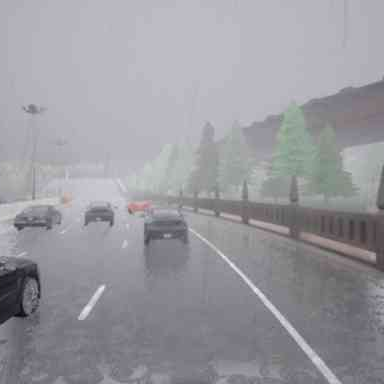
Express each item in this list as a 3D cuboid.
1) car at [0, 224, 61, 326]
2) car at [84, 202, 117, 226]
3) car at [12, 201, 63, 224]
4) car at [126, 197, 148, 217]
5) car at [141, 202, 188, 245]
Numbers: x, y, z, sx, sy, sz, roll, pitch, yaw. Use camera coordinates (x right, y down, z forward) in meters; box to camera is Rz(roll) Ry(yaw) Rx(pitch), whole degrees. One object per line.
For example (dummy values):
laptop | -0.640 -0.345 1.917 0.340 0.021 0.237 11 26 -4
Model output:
car | -3.705 1.487 4.421 2.128 1.511 4.902 0 0 -3
car | -6.365 1.431 23.149 1.837 1.490 4.892 0 1 -13
car | -9.262 1.497 20.386 2.033 1.411 5.357 0 0 -12
car | -5.385 1.229 33.199 2.097 1.767 4.553 0 0 -15
car | -1.307 1.444 15.331 1.837 1.490 4.892 0 0 -9
